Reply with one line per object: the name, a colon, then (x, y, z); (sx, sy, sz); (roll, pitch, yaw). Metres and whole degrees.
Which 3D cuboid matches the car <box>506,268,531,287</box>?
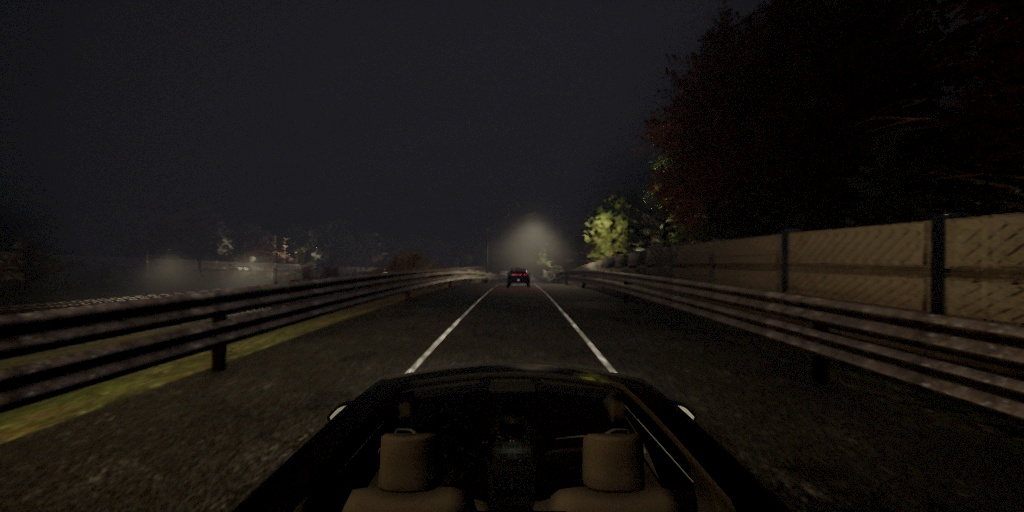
car: (0.548, 1.801, 30.458); (2.128, 1.511, 4.902); (1, -3, 1)
